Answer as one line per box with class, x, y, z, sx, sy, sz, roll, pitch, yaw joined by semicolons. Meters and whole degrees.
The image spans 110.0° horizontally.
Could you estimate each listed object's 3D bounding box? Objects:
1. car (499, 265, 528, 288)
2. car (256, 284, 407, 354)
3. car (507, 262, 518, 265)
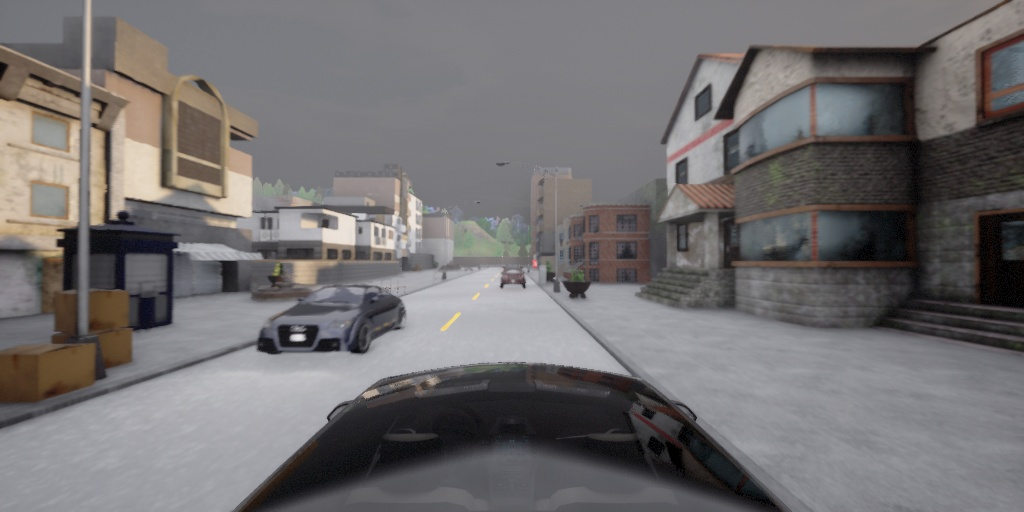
car;0.075;1.590;26.921;1.812;1.442;4.674;0;-1;0
car;-4.083;1.402;8.859;1.994;1.385;4.181;0;-1;1
car;0.061;1.578;40.053;2.097;1.767;4.553;0;-1;0
